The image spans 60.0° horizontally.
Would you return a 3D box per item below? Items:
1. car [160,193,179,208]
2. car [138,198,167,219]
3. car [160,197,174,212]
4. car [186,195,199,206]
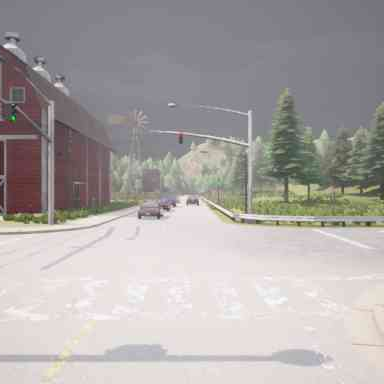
[{"bbox_3d":[-3.499,1.222,49.613,2.150,2.045,5.566,0,0,0],"label":"car"},{"bbox_3d":[-3.545,1.526,29.186,1.812,1.442,4.674,0,0,0],"label":"car"},{"bbox_3d":[-3.526,1.601,39.292,1.895,1.301,4.718,0,0,0],"label":"car"},{"bbox_3d":[0.105,1.352,55.591,2.097,1.767,4.553,0,0,0],"label":"car"}]
